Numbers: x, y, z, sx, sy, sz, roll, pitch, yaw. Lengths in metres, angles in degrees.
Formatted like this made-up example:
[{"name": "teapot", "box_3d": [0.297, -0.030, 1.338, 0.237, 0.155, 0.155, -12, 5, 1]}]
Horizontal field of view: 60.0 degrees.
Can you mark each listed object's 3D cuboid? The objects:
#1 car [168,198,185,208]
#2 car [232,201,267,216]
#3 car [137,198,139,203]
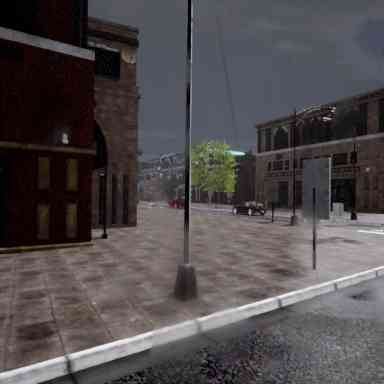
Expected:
[{"name": "car", "box_3d": [-2.166, 1.628, 49.311, 1.887, 1.381, 4.507, 1, -1, -27]}, {"name": "car", "box_3d": [5.783, 1.628, 33.768, 2.008, 1.369, 4.403, 1, -1, -27]}, {"name": "car", "box_3d": [-12.197, 1.672, 69.007, 1.802, 1.307, 4.206, 1, -1, -27]}]
